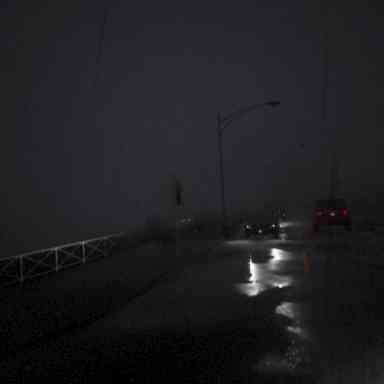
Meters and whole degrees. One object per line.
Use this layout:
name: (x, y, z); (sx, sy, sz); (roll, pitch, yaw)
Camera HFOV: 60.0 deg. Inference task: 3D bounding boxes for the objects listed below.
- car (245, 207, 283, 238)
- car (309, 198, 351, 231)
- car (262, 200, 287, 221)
car: (4.435, 1.943, 20.647); (1.812, 1.442, 4.674); (-3, -2, 17)
car: (9.234, 1.466, 22.487); (2.150, 2.045, 5.566); (-3, -2, 17)
car: (8.587, 1.838, 34.225); (2.150, 2.045, 5.566); (-3, -2, 17)
